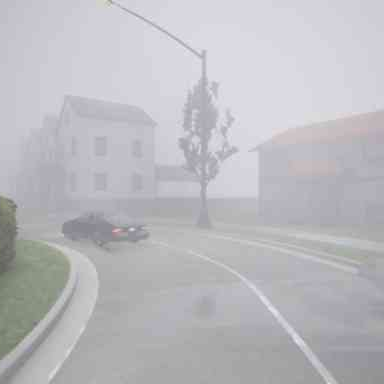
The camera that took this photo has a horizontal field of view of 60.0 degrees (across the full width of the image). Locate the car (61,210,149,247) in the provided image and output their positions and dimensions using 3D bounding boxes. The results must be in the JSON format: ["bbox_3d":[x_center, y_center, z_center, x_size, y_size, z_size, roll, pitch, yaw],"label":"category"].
[{"bbox_3d":[-4.090,1.539,15.126,2.033,1.411,5.357,0,0,-42],"label":"car"}]
